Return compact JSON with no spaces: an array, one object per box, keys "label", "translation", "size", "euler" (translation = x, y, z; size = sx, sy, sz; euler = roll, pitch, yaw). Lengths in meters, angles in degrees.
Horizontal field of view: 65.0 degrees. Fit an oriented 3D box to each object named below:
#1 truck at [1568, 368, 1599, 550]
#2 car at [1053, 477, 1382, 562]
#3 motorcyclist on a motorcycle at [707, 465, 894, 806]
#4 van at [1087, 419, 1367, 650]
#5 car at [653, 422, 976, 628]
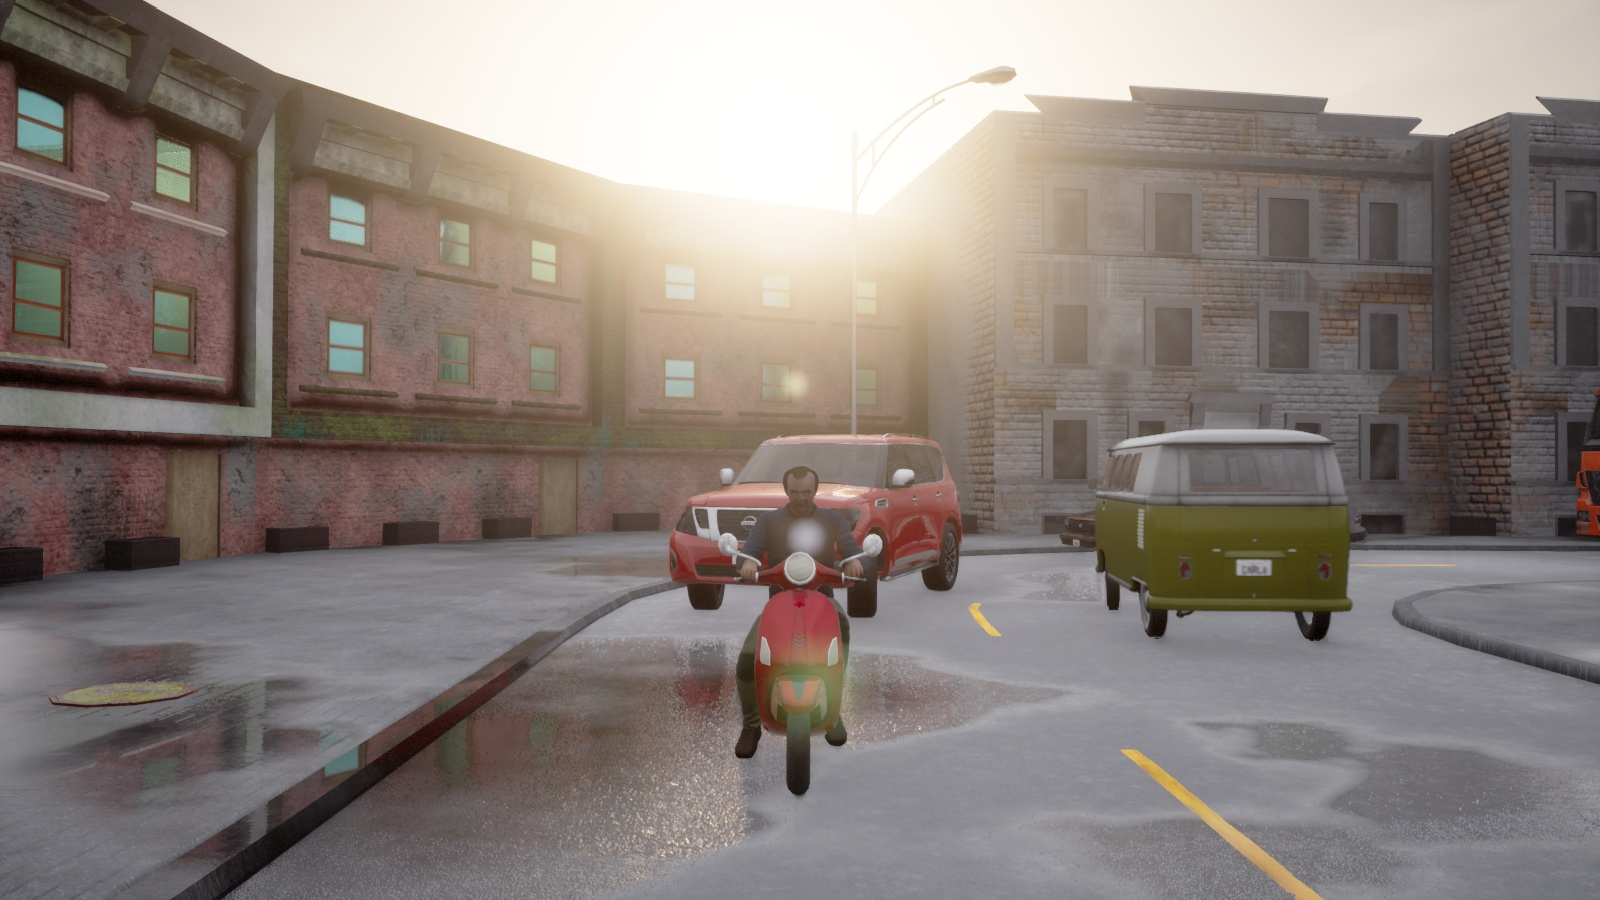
[{"label":"truck","translation":[19.178,0.148,23.393],"size":[7.936,3.462,2.891],"euler":[0,-1,0]},{"label":"car","translation":[7.528,1.216,22.841],"size":[5.357,1.411,2.033],"euler":[0,-1,-11]},{"label":"motorcyclist on a motorcycle","translation":[0.009,0.882,6.778],"size":[0.866,1.590,1.817],"euler":[0,-1,1]},{"label":"van","translation":[4.203,0.771,13.113],"size":[1.775,1.987,4.442],"euler":[-1,-1,6]},{"label":"car","translation":[0.457,0.792,15.438],"size":[2.150,2.045,5.566],"euler":[-1,-1,21]}]
